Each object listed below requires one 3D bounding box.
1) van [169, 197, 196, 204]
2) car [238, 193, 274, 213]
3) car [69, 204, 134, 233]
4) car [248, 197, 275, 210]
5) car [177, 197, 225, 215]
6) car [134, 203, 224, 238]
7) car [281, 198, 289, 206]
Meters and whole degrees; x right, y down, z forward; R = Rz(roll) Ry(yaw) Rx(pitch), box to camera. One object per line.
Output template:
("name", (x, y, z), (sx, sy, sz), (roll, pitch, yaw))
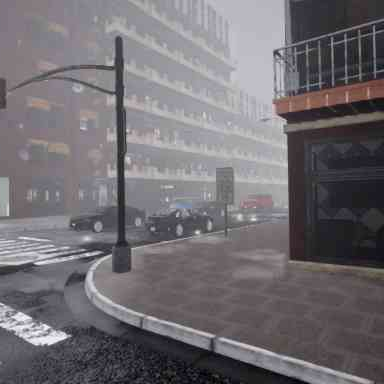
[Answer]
("van", (-0.438, 1.365, 30.449), (1.690, 1.788, 3.998), (-1, -1, 36))
("car", (7.213, 1.174, 36.901), (2.150, 2.045, 5.566), (-1, -1, 36))
("car", (-4.919, 1.476, 19.944), (1.882, 1.535, 5.008), (-1, -1, 36))
("car", (9.287, 1.431, 44.040), (1.967, 1.590, 4.097), (-1, -1, 36))
("car", (1.128, 1.479, 28.394), (1.837, 1.490, 4.892), (-1, -1, 35))
("car", (-0.507, 1.435, 16.803), (2.008, 1.369, 4.403), (-1, -1, 36))
("car", (15.672, 1.496, 52.962), (1.752, 1.417, 4.829), (-1, -1, 36))
